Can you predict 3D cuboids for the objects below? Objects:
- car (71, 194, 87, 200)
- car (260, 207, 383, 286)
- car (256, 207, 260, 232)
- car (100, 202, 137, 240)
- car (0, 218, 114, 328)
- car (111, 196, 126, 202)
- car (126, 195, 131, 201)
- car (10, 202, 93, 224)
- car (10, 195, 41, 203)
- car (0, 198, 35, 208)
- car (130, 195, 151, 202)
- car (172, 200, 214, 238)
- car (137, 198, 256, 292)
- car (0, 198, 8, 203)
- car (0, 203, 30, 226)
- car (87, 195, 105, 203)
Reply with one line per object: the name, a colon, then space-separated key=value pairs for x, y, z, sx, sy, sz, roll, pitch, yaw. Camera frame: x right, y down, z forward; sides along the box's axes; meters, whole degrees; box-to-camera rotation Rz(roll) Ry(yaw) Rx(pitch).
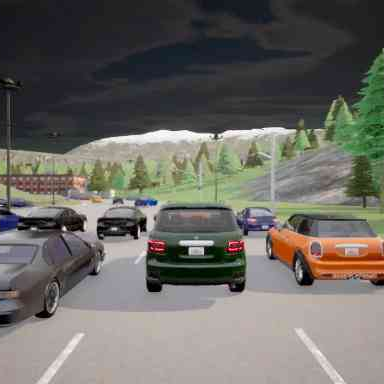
car: x=-30.056 y=1.582 z=89.835 sx=4.181 sy=1.385 sz=1.994 roll=0 pitch=0 yaw=39
car: x=3.579 y=1.355 z=9.584 sx=2.097 sy=1.767 sz=4.553 roll=0 pitch=0 yaw=0
car: x=3.525 y=1.532 z=18.440 sx=1.812 sy=1.442 sz=4.674 roll=0 pitch=0 yaw=-1
car: x=-3.455 y=1.483 z=17.153 sx=1.882 sy=1.535 sz=5.008 roll=0 pitch=0 yaw=0
car: x=-3.415 y=1.550 z=7.326 sx=2.033 sy=1.411 sz=5.357 roll=0 pitch=0 yaw=-1
car: x=-14.208 y=1.527 z=63.275 sx=1.837 sy=1.490 sz=4.892 roll=2 pitch=0 yaw=-17
car: x=-15.025 y=1.567 z=83.145 sx=2.033 sy=1.411 sz=5.357 roll=0 pitch=0 yaw=-34
car: x=-6.961 y=1.483 z=17.163 sx=1.882 sy=1.535 sz=5.008 roll=0 pitch=0 yaw=1
car: x=-23.501 y=1.540 z=44.954 sx=4.674 sy=1.442 sz=1.812 roll=0 pitch=0 yaw=-2
car: x=-25.646 y=1.542 z=48.428 sx=4.674 sy=1.442 sz=1.812 roll=0 pitch=0 yaw=-3
car: x=-6.758 y=1.494 z=49.979 sx=1.882 sy=1.535 sz=5.008 roll=1 pitch=0 yaw=20
car: x=0.019 y=1.358 z=18.615 sx=2.097 sy=1.767 sz=4.553 roll=0 pitch=0 yaw=-1
car: x=0.081 y=1.224 z=9.052 sx=2.150 sy=2.045 sz=5.566 roll=0 pitch=0 yaw=0
car: x=-24.066 y=1.504 z=37.849 sx=4.902 sy=1.511 sz=2.128 roll=0 pitch=0 yaw=-1
car: x=-10.455 y=1.531 z=17.365 sx=1.812 sy=1.442 sz=4.674 roll=0 pitch=0 yaw=-1
car: x=-20.181 y=1.500 z=69.858 sx=1.882 sy=1.535 sz=5.008 roll=0 pitch=0 yaw=-23
